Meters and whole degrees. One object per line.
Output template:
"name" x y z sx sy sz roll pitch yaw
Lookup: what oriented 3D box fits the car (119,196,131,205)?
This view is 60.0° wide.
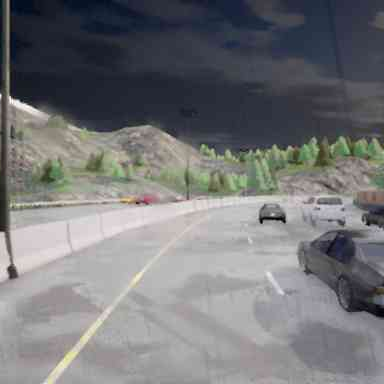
"car" -10.702 1.452 57.597 1.882 1.535 5.008 0 0 20

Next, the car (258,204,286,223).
"car" 6.185 1.589 25.913 1.994 1.385 4.181 0 0 11

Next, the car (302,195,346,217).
"car" 9.335 1.258 23.839 2.150 2.045 5.566 0 0 10

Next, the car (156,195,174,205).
"car" -3.807 1.500 56.048 1.837 1.490 4.892 0 0 20

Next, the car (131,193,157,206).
"car" -7.563 1.206 56.037 2.150 2.045 5.566 0 0 20

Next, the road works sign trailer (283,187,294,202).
"road works sign trailer" 23.538 0.555 80.536 2.380 3.560 2.880 0 0 34

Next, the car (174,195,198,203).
"car" -0.609 1.359 54.594 2.097 1.767 4.553 0 0 20

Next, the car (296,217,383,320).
"car" 3.855 1.562 7.542 2.033 1.411 5.357 0 0 4

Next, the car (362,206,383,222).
"car" 12.334 1.592 20.742 2.033 1.411 5.357 0 0 10
